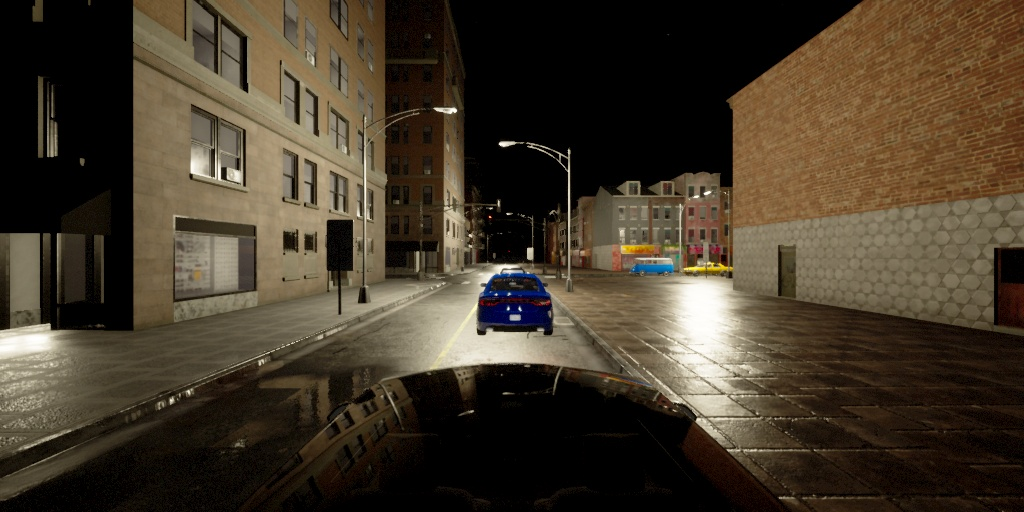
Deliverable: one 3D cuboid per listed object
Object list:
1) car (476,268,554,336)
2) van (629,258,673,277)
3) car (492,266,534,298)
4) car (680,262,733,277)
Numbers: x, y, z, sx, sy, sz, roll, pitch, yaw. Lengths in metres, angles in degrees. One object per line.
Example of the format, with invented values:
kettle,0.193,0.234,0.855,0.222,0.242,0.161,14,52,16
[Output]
car,0.069,1.227,10.488,1.882,1.535,5.008,0,0,0
van,13.618,1.087,35.044,3.998,1.789,1.690,0,0,0
car,0.037,1.313,19.257,1.994,1.385,4.181,0,0,0
car,19.060,1.267,35.056,4.829,1.417,1.751,0,0,0
